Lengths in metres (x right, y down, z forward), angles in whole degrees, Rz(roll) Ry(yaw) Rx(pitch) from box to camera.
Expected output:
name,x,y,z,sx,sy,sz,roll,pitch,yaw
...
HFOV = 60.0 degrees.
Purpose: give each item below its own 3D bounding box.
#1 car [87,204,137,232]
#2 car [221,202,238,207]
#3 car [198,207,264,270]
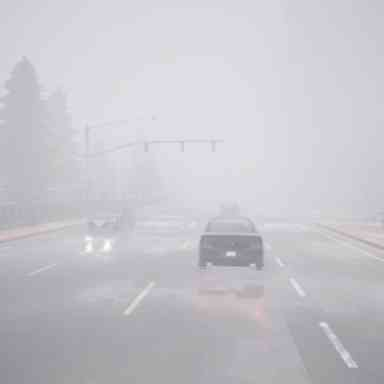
name,x,y,z,sx,sy,sz,roll,pitch,yaw
car,-4.828,1.551,20.712,2.128,1.511,4.902,0,0,7
car,3.300,1.630,29.361,2.033,1.411,5.357,0,0,7
car,1.295,1.509,11.319,1.882,1.535,5.008,0,0,6
